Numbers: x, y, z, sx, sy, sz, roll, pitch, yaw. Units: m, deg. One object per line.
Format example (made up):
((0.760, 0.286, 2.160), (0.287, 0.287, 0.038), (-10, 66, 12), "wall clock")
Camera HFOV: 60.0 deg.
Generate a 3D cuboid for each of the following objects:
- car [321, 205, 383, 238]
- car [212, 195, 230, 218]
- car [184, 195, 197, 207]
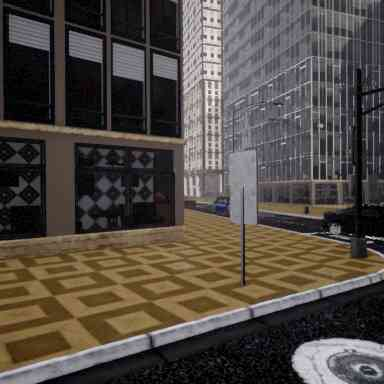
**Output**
((8.581, 1.379, 15.537), (1.882, 1.535, 5.008), (-1, 1, -36), "car")
((3.325, 1.084, 27.467), (2.097, 1.767, 4.553), (-1, 1, -19), "car")
((-0.912, 1.111, 40.124), (1.994, 1.385, 4.181), (-1, 1, -18), "car")
